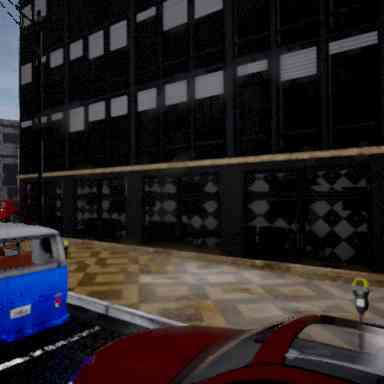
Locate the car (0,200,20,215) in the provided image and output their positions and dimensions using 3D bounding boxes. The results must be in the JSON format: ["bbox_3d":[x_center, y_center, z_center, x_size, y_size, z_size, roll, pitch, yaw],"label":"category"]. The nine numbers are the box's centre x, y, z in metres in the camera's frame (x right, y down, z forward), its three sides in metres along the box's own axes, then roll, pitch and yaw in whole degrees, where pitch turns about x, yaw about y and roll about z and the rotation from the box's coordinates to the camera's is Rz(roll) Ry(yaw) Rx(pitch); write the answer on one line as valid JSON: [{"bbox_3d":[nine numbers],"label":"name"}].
[{"bbox_3d":[-13.690,1.544,27.666,2.192,1.841,5.009,-1,-1,35],"label":"car"}]

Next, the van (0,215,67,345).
[{"bbox_3d":[-3.803,1.385,5.552,3.998,1.788,1.690,0,-1,36],"label":"van"}]

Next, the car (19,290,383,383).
[{"bbox_3d":[0.830,1.586,2.247,4.206,1.307,1.802,0,-1,36],"label":"car"}]
